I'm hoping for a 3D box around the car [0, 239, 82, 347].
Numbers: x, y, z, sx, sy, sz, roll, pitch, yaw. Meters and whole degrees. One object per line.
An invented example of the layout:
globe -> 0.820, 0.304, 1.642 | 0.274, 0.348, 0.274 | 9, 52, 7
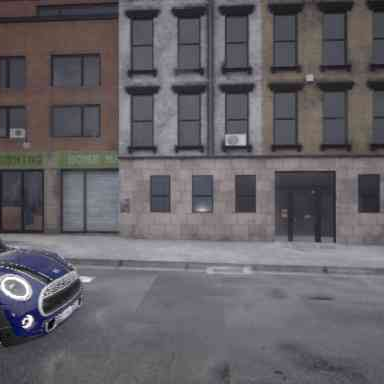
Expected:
car -> -4.197, 1.261, 5.404 | 4.553, 1.767, 2.097 | 1, 0, 4
